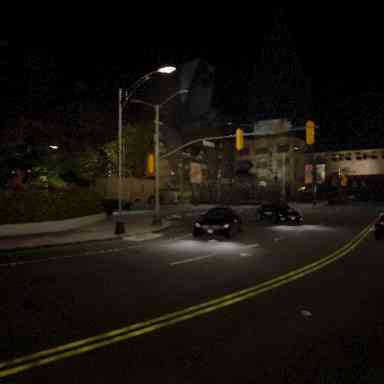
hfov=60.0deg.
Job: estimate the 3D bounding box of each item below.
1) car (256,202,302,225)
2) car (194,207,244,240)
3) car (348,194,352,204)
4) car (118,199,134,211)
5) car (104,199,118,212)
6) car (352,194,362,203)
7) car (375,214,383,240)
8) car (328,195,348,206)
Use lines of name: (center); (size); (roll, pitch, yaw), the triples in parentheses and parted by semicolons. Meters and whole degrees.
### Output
car: (6.364, 1.543, 24.835); (1.837, 1.490, 4.892); (1, 0, -11)
car: (1.569, 1.559, 17.645); (1.812, 1.442, 4.674); (0, 0, 18)
car: (27.832, 1.423, 61.858); (2.185, 1.767, 4.553); (0, 0, 33)
car: (-9.428, 1.607, 41.717); (4.892, 1.490, 1.837); (0, 0, 32)
car: (-11.362, 1.607, 38.798); (4.892, 1.490, 1.837); (0, 0, 32)
car: (33.720, 1.556, 70.882); (2.231, 1.521, 4.892); (0, 0, 43)
car: (10.397, 1.577, 16.556); (1.994, 1.385, 4.181); (0, 0, 35)
car: (24.456, 1.544, 56.389); (2.097, 1.535, 5.008); (0, 0, 33)
